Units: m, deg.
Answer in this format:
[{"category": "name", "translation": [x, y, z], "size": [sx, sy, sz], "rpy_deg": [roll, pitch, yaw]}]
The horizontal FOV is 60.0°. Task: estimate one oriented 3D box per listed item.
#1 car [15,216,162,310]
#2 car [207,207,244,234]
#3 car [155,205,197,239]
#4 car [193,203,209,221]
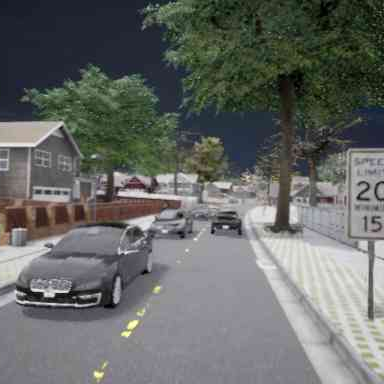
[{"category": "car", "translation": [-2.212, 1.543, 8.137], "size": [1.837, 1.490, 4.892], "rpy_deg": [1, -1, 6]}, {"category": "car", "translation": [2.256, 1.779, 21.345], "size": [1.837, 1.490, 4.892], "rpy_deg": [1, -1, 7]}, {"category": "car", "translation": [-1.041, 1.701, 18.667], "size": [1.812, 1.442, 4.674], "rpy_deg": [1, 0, 7]}, {"category": "car", "translation": [0.775, 1.863, 31.552], "size": [1.837, 1.490, 4.892], "rpy_deg": [1, 0, 9]}]
